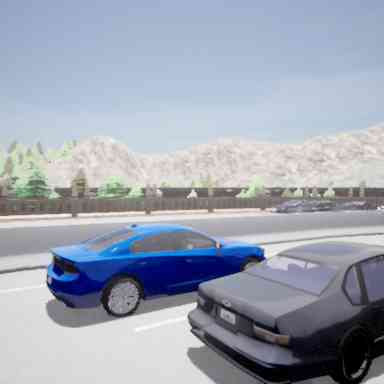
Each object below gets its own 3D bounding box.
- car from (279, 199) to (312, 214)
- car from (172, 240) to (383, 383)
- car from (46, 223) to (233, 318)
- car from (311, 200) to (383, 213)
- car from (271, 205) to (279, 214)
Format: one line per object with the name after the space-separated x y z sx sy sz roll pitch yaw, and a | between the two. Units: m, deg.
9.141 1.404 24.480 4.892 1.490 1.837 0 0 -22 | car
2.563 1.525 5.281 5.357 1.411 2.033 0 0 -32 | car
-0.504 1.442 7.395 5.008 1.535 1.882 0 0 -33 | car
10.290 1.420 21.179 4.892 1.490 1.837 0 0 -23 | car
8.954 1.373 28.180 4.902 1.511 2.128 0 0 -22 | car
